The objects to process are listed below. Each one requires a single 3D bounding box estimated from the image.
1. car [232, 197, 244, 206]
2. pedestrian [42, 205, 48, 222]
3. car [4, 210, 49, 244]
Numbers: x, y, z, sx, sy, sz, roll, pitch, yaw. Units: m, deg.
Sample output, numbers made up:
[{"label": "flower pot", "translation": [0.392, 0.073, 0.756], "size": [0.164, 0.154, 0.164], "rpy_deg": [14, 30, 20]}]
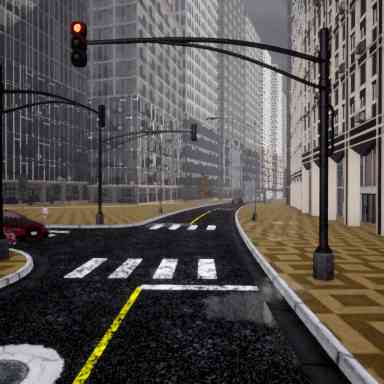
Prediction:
[{"label": "car", "translation": [8.473, 1.675, 60.955], "size": [1.882, 1.535, 5.008], "rpy_deg": [0, 0, 15]}, {"label": "pedestrian", "translation": [-9.298, 1.345, 21.024], "size": [0.500, 1.100, 0.500], "rpy_deg": [0, 0, 17]}, {"label": "car", "translation": [-8.294, 1.481, 14.361], "size": [4.181, 1.385, 1.994], "rpy_deg": [1, 1, 23]}]
